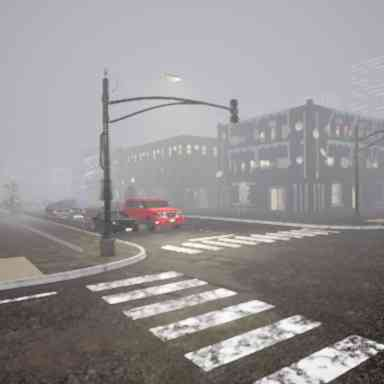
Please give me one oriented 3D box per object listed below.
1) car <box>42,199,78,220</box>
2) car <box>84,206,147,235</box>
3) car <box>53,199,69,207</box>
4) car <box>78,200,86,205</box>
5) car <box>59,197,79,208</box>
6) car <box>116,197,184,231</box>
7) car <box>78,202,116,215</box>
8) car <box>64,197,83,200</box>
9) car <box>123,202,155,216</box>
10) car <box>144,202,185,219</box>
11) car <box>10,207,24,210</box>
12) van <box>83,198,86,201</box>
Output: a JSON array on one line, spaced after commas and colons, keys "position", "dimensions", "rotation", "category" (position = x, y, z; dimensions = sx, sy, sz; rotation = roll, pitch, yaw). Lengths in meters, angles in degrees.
[{"position": [-12.801, 1.815, 31.998], "dimensions": [1.967, 1.590, 4.097], "rotation": [-2, 0, -35], "category": "car"}, {"position": [-4.851, 1.783, 20.622], "dimensions": [1.947, 1.339, 4.313], "rotation": [-2, 0, -35], "category": "car"}, {"position": [-25.228, 2.162, 63.918], "dimensions": [1.887, 1.381, 4.507], "rotation": [-2, 0, -35], "category": "car"}, {"position": [-14.180, 1.970, 38.444], "dimensions": [1.994, 1.385, 4.181], "rotation": [-1, 0, -35], "category": "car"}, {"position": [-22.025, 1.874, 59.407], "dimensions": [2.192, 1.841, 5.009], "rotation": [-2, 0, -35], "category": "car"}, {"position": [-2.800, 1.402, 22.419], "dimensions": [2.150, 2.045, 5.566], "rotation": [-1, 0, -35], "category": "car"}, {"position": [-8.457, 1.894, 30.383], "dimensions": [1.895, 1.301, 4.718], "rotation": [-1, 0, -36], "category": "car"}, {"position": [-18.704, 1.847, 50.292], "dimensions": [2.097, 1.767, 4.553], "rotation": [-1, 0, -36], "category": "car"}, {"position": [-5.972, 1.836, 36.860], "dimensions": [1.802, 1.307, 4.206], "rotation": [-2, 0, -35], "category": "car"}, {"position": [-2.763, 1.741, 32.350], "dimensions": [2.008, 1.369, 4.403], "rotation": [-2, 0, -35], "category": "car"}, {"position": [-28.746, 2.204, 54.409], "dimensions": [1.752, 1.417, 4.829], "rotation": [-2, 0, -35], "category": "car"}, {"position": [-18.815, 1.841, 54.898], "dimensions": [1.690, 1.788, 3.998], "rotation": [-2, 0, -35], "category": "van"}]
